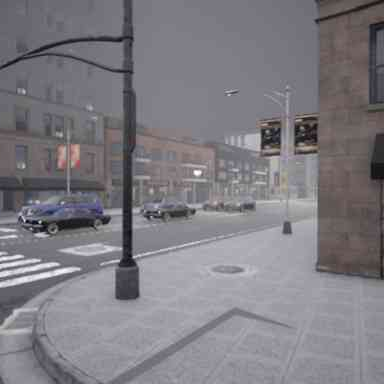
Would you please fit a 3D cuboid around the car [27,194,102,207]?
[{"bbox_3d":[-8.555,1.187,22.265,2.150,2.045,5.566,0,0,35],"label":"car"}]

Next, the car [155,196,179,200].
[{"bbox_3d":[-2.682,1.277,30.582,2.097,1.767,4.553,0,0,35],"label":"car"}]

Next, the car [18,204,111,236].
[{"bbox_3d":[-6.986,1.585,18.840,1.895,1.301,4.718,0,0,35],"label":"car"}]

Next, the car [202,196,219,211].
[{"bbox_3d":[3.043,1.242,38.675,2.097,1.767,4.553,0,0,35],"label":"car"}]

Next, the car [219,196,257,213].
[{"bbox_3d":[5.260,1.256,36.187,2.097,1.767,4.553,0,0,36],"label":"car"}]

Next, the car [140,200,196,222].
[{"bbox_3d":[-1.707,1.549,26.335,1.895,1.301,4.718,0,0,35],"label":"car"}]
